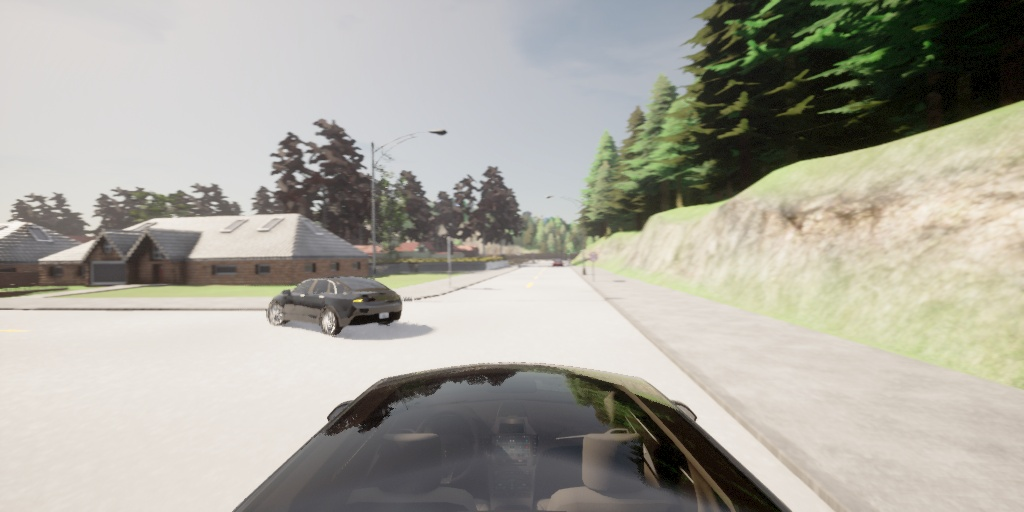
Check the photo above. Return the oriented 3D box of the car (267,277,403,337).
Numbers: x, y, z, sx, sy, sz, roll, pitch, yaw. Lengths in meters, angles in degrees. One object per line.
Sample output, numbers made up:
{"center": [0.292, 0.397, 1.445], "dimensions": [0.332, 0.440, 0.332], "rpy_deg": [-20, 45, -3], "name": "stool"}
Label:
{"center": [-5.405, 1.363, 10.799], "dimensions": [4.892, 1.490, 1.837], "rpy_deg": [-1, -3, 33], "name": "car"}
